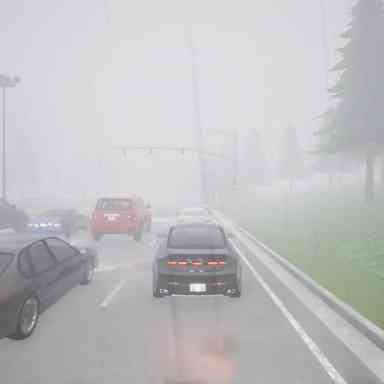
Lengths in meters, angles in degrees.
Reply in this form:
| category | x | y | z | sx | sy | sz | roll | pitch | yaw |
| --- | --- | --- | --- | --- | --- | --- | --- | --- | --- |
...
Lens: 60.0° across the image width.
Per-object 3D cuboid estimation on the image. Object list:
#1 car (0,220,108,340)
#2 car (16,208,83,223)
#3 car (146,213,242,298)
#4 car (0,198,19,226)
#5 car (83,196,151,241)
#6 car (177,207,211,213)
| category | x | y | z | sx | sy | sz | roll | pitch | yaw |
| --- | --- | --- | --- | --- | --- | --- | --- | --- | --- |
| car | -3.398 | 1.547 | 6.467 | 2.033 | 1.411 | 5.357 | 0 | 0 | 0 |
| car | -6.860 | 1.548 | 17.639 | 2.033 | 1.411 | 5.357 | 0 | 0 | -2 |
| car | 0.106 | 1.505 | 8.521 | 1.837 | 1.490 | 4.892 | 0 | 0 | 0 |
| car | -10.390 | 1.222 | 16.563 | 2.150 | 2.045 | 5.566 | 0 | 0 | 0 |
| car | -3.388 | 1.222 | 16.722 | 2.150 | 2.045 | 5.566 | 0 | 0 | 0 |
| car | 0.112 | 1.526 | 17.946 | 1.812 | 1.442 | 4.674 | 0 | 0 | 0 |
